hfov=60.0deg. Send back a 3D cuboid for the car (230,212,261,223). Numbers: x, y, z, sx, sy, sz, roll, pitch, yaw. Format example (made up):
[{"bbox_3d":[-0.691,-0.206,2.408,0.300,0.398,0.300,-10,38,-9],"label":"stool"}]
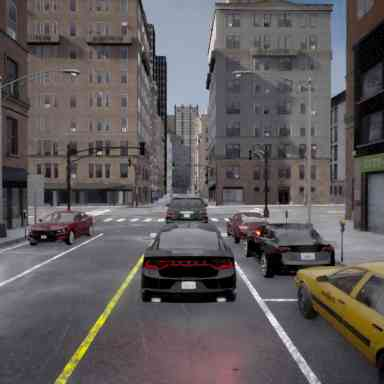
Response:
[{"bbox_3d":[2.633,1.576,15.558,1.802,1.307,4.206,-1,0,-1],"label":"car"}]

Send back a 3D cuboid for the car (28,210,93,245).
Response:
[{"bbox_3d":[-5.911,1.539,15.422,1.887,1.381,4.507,-1,0,-1],"label":"car"}]

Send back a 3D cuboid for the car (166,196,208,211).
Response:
[{"bbox_3d":[-0.282,1.215,18.420,2.150,2.045,5.566,0,0,-1],"label":"car"}]

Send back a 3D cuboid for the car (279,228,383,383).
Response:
[{"bbox_3d":[2.804,1.524,4.558,1.752,1.417,4.829,-1,0,-1],"label":"car"}]

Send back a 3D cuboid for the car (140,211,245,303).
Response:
[{"bbox_3d":[-0.078,1.475,8.281,1.882,1.535,5.008,0,0,0],"label":"car"}]

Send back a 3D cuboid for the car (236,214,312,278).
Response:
[{"bbox_3d":[2.720,1.562,9.973,1.947,1.339,4.313,-1,0,-1],"label":"car"}]
